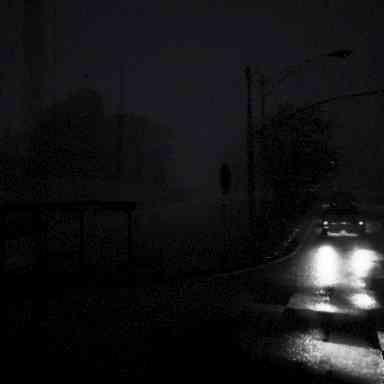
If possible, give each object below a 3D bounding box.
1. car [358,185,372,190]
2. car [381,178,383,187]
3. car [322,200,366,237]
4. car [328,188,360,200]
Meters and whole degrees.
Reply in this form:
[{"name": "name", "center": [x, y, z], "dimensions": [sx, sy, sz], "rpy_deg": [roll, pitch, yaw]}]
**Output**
[{"name": "car", "center": [36.463, -0.693, 69.888], "dimensions": [1.895, 1.301, 4.718], "rpy_deg": [-3, -6, 39]}, {"name": "car", "center": [36.755, -1.614, 59.308], "dimensions": [5.566, 2.045, 2.435], "rpy_deg": [-1, -3, 5]}, {"name": "car", "center": [7.628, 1.360, 16.808], "dimensions": [1.895, 1.301, 4.718], "rpy_deg": [-2, 2, 24]}, {"name": "car", "center": [11.857, 0.753, 26.166], "dimensions": [2.128, 1.511, 4.902], "rpy_deg": [-2, 2, 24]}]
